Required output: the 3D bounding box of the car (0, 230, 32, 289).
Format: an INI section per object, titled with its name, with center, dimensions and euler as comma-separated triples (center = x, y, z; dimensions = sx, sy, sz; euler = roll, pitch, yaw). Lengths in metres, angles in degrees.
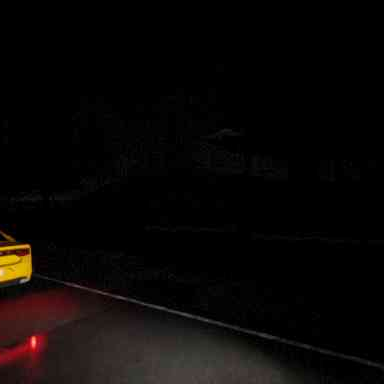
[car]
center = -5.888, 1.468, 8.038
dimensions = 5.008, 1.535, 1.882
euler = 0, 0, 35
